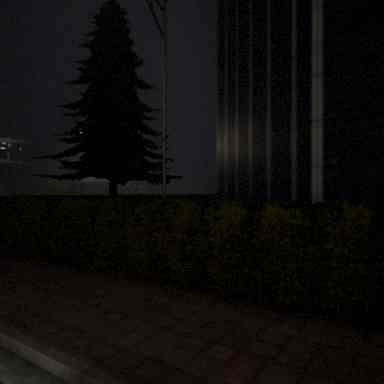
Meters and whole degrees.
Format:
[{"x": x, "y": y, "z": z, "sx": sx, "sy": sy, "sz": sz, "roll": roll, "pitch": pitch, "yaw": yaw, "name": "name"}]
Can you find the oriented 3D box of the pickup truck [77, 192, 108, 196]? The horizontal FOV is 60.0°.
[{"x": -16.891, "y": 1.012, "z": 58.442, "sx": 6.274, "sy": 2.098, "sz": 2.390, "roll": 0, "pitch": 0, "yaw": -24, "name": "pickup truck"}]
